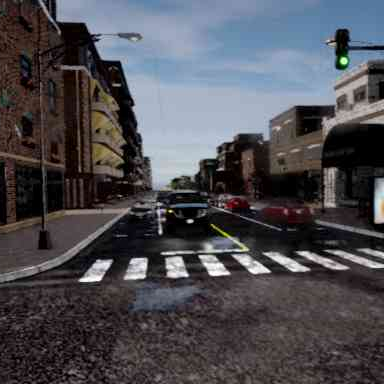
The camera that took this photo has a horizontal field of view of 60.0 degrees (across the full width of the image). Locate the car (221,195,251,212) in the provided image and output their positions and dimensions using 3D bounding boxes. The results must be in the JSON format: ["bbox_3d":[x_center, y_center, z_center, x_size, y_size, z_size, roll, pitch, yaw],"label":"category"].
[{"bbox_3d":[4.158,1.056,30.446,1.802,1.307,4.206,-2,1,-6],"label":"car"}]

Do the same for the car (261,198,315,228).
[{"bbox_3d":[5.342,1.045,19.113,1.967,1.590,4.097,-2,1,-6],"label":"car"}]

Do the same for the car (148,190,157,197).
[{"bbox_3d":[-10.120,0.355,86.209,2.192,1.841,5.009,-2,1,-6],"label":"car"}]

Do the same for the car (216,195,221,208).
[{"bbox_3d":[3.563,0.959,36.111,2.008,1.369,4.403,-2,1,-6],"label":"car"}]

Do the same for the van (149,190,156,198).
[{"bbox_3d":[-9.525,0.440,80.546,1.690,1.788,3.998,-2,1,-6],"label":"van"}]

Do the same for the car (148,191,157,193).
[{"bbox_3d":[-6.533,0.930,52.053,1.752,1.417,4.829,-2,1,-6],"label":"car"}]

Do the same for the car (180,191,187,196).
[{"bbox_3d":[-2.375,0.379,92.764,1.802,1.307,4.206,-2,1,-6],"label":"car"}]

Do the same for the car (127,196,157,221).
[{"bbox_3d":[-3.580,1.275,23.896,2.008,1.369,4.403,-2,1,-6],"label":"car"}]

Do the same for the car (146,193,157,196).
[{"bbox_3d":[-4.768,1.145,35.227,2.008,1.369,4.403,-2,1,-6],"label":"car"}]

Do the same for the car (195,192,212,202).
[{"bbox_3d":[1.782,0.768,53.107,2.008,1.369,4.403,-2,1,-6],"label":"car"}]

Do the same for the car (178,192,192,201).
[{"bbox_3d":[-1.245,0.775,57.091,2.033,1.411,5.357,-1,1,-6],"label":"car"}]

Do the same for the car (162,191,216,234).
[{"bbox_3d":[-0.360,0.961,18.009,2.150,2.045,5.566,-1,1,-6],"label":"car"}]

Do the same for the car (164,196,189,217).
[{"bbox_3d":[-1.374,1.152,27.733,1.812,1.442,4.674,-1,1,-6],"label":"car"}]

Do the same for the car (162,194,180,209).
[{"bbox_3d":[-2.403,1.038,37.628,1.812,1.442,4.674,-1,1,-6],"label":"car"}]
